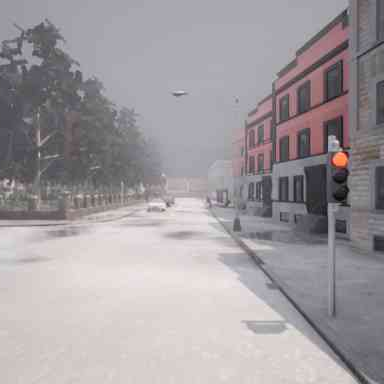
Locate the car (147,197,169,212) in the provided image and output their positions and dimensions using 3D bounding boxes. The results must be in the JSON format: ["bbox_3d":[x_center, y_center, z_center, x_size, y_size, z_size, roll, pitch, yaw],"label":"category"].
[{"bbox_3d":[-4.055,1.544,38.931,1.812,1.442,4.674,0,0,0],"label":"car"}]

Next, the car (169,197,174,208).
[{"bbox_3d":[-4.056,1.623,49.026,1.895,1.301,4.718,0,0,0],"label":"car"}]
